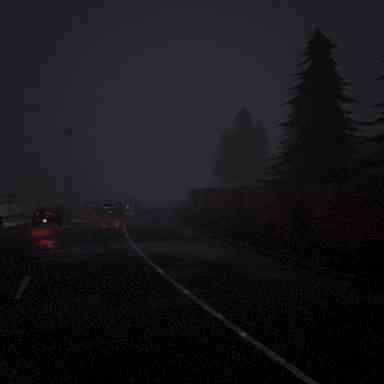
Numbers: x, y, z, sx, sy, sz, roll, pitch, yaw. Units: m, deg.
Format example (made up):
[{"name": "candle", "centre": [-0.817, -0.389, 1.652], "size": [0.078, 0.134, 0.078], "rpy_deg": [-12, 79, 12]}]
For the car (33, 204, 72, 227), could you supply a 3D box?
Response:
[{"name": "car", "centre": [-9.956, 1.614, 23.913], "size": [1.837, 1.490, 4.892], "rpy_deg": [-1, 0, -10]}]

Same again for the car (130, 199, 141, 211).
[{"name": "car", "centre": [-7.761, 1.600, 42.672], "size": [1.882, 1.535, 5.008], "rpy_deg": [0, 0, 1]}]

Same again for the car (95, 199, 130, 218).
[{"name": "car", "centre": [-7.454, 1.592, 31.708], "size": [2.128, 1.511, 4.902], "rpy_deg": [0, 0, -6]}]

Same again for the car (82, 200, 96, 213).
[{"name": "car", "centre": [-11.297, 1.635, 38.601], "size": [2.128, 1.511, 4.902], "rpy_deg": [0, 0, -1]}]

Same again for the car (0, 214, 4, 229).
[{"name": "car", "centre": [-12.642, 1.615, 19.457], "size": [2.128, 1.511, 4.902], "rpy_deg": [0, 0, -13]}]
